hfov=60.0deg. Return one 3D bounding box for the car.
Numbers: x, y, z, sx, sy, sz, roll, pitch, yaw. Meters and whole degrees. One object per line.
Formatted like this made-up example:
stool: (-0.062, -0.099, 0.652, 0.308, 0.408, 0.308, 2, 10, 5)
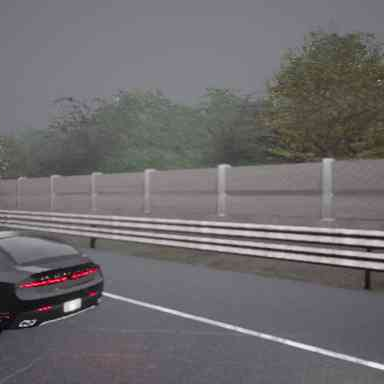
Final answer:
car: (-3.830, 1.535, 6.622, 4.892, 1.490, 1.837, 0, 0, 36)
